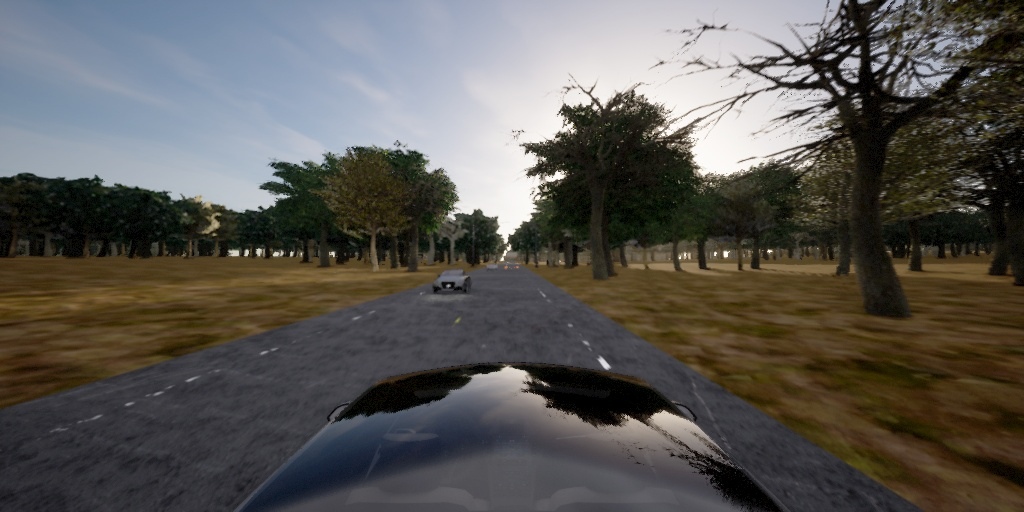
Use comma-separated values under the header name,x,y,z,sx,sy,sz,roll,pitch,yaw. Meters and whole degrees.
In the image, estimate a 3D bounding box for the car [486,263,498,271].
name,x,y,z,sx,sy,sz,roll,pitch,yaw
car,-3.501,1.926,63.384,1.895,1.301,4.718,0,-1,1

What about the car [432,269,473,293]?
name,x,y,z,sx,sy,sz,roll,pitch,yaw
car,-3.588,1.500,22.166,1.994,1.385,4.181,0,-1,0
